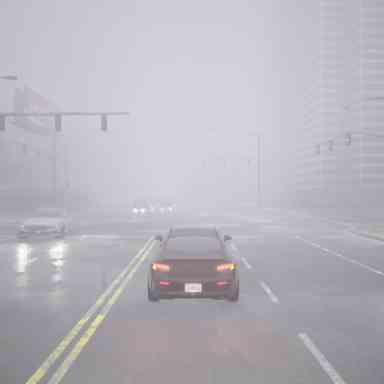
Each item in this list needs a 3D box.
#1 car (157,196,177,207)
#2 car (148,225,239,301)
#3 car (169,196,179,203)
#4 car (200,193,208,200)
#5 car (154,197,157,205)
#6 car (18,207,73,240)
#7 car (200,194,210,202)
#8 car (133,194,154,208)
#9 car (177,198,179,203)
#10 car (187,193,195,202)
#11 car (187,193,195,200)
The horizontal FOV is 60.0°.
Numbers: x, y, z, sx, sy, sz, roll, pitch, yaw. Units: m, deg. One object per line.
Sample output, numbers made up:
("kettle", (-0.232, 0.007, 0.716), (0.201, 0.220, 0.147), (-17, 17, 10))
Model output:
("car", (-3.805, 1.564, 51.019), (1.994, 1.385, 4.181), (0, 0, 0))
("car", (0.031, 1.526, 8.170), (1.812, 1.442, 4.674), (0, 0, 0))
("car", (-3.790, 1.552, 69.805), (1.994, 1.385, 4.181), (0, 0, 0))
("car", (3.132, 1.184, 88.267), (2.097, 1.767, 4.553), (0, 0, 0))
("car", (-7.322, 1.601, 57.682), (1.895, 1.301, 4.718), (0, 0, 0))
("car", (-7.353, 1.526, 17.219), (1.812, 1.442, 4.674), (1, 0, -11))
("car", (3.175, 1.515, 77.979), (2.128, 1.511, 4.902), (0, 0, 0))
("car", (-7.297, 1.491, 48.411), (2.128, 1.511, 4.902), (0, 0, 0))
("car", (-3.823, 1.525, 59.796), (1.812, 1.442, 4.674), (0, 0, 0))
("car", (-0.326, 1.584, 78.347), (1.895, 1.301, 4.718), (0, 0, 0))
("car", (-0.368, 1.184, 88.252), (2.097, 1.767, 4.553), (0, 0, 0))
